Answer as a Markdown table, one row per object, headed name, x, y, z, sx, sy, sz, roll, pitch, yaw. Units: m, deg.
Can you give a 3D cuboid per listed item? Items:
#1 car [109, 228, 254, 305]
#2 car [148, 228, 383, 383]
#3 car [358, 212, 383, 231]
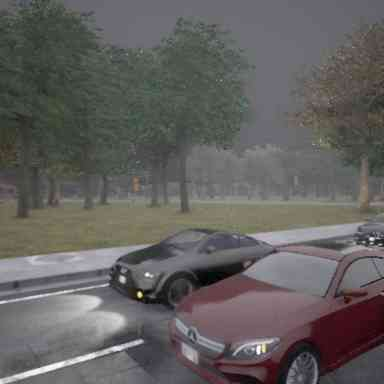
| name | x | y | z | sx | sy | sz | roll | pitch | yaw |
| --- | --- | --- | --- | --- | --- | --- | --- | --- | --- |
| car | 0.228 | 1.575 | 7.845 | 4.181 | 1.385 | 1.994 | 0 | 0 | -36 |
| car | 1.877 | 1.533 | 5.034 | 4.674 | 1.442 | 1.812 | 0 | 0 | -35 |
| car | 8.737 | 1.526 | 13.939 | 4.892 | 1.490 | 1.837 | 0 | 0 | -36 |
